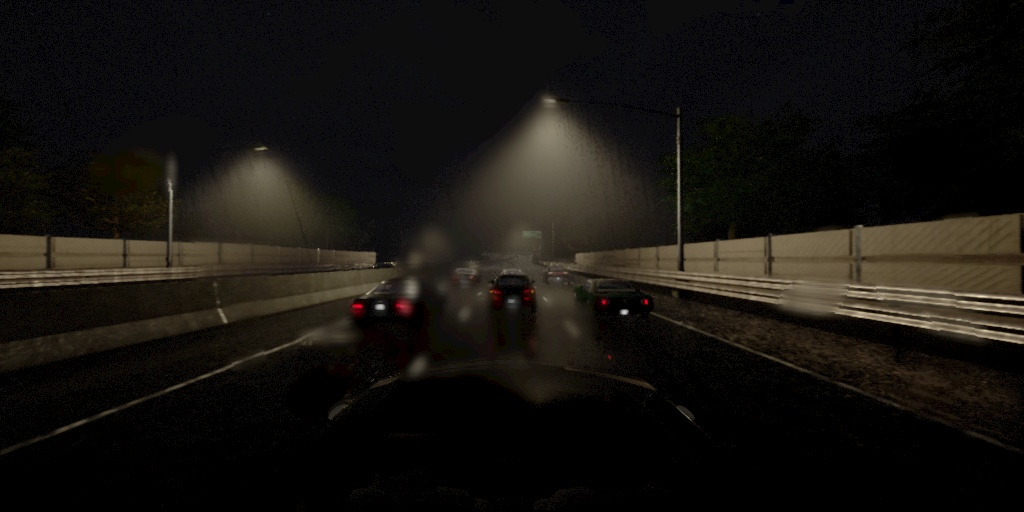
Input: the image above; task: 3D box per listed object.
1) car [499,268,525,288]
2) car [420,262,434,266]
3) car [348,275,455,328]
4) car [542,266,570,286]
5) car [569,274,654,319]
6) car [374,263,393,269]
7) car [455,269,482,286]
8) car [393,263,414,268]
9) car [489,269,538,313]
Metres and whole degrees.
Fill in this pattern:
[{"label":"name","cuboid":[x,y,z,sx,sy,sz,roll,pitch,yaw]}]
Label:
[{"label":"car","cuboid":[0.050,1.678,28.469,1.895,1.301,4.718,0,-1,1]},{"label":"car","cuboid":[-14.032,1.753,59.299,2.097,1.767,4.553,0,-1,1]},{"label":"car","cuboid":[-3.468,1.428,11.957,2.033,1.411,5.357,0,-1,0]},{"label":"car","cuboid":[3.554,1.576,29.072,2.128,1.511,4.902,0,-1,0]},{"label":"car","cuboid":[3.545,1.499,13.473,1.895,1.301,4.718,0,-1,1]},{"label":"car","cuboid":[-21.023,1.878,59.146,1.882,1.535,5.008,0,0,1]},{"label":"car","cuboid":[-3.450,1.678,28.480,1.895,1.301,4.718,0,-1,1]},{"label":"car","cuboid":[-17.530,1.905,59.187,1.837,1.490,4.892,0,0,1]},{"label":"car","cuboid":[0.054,1.439,14.755,1.812,1.442,4.674,0,0,0]}]
